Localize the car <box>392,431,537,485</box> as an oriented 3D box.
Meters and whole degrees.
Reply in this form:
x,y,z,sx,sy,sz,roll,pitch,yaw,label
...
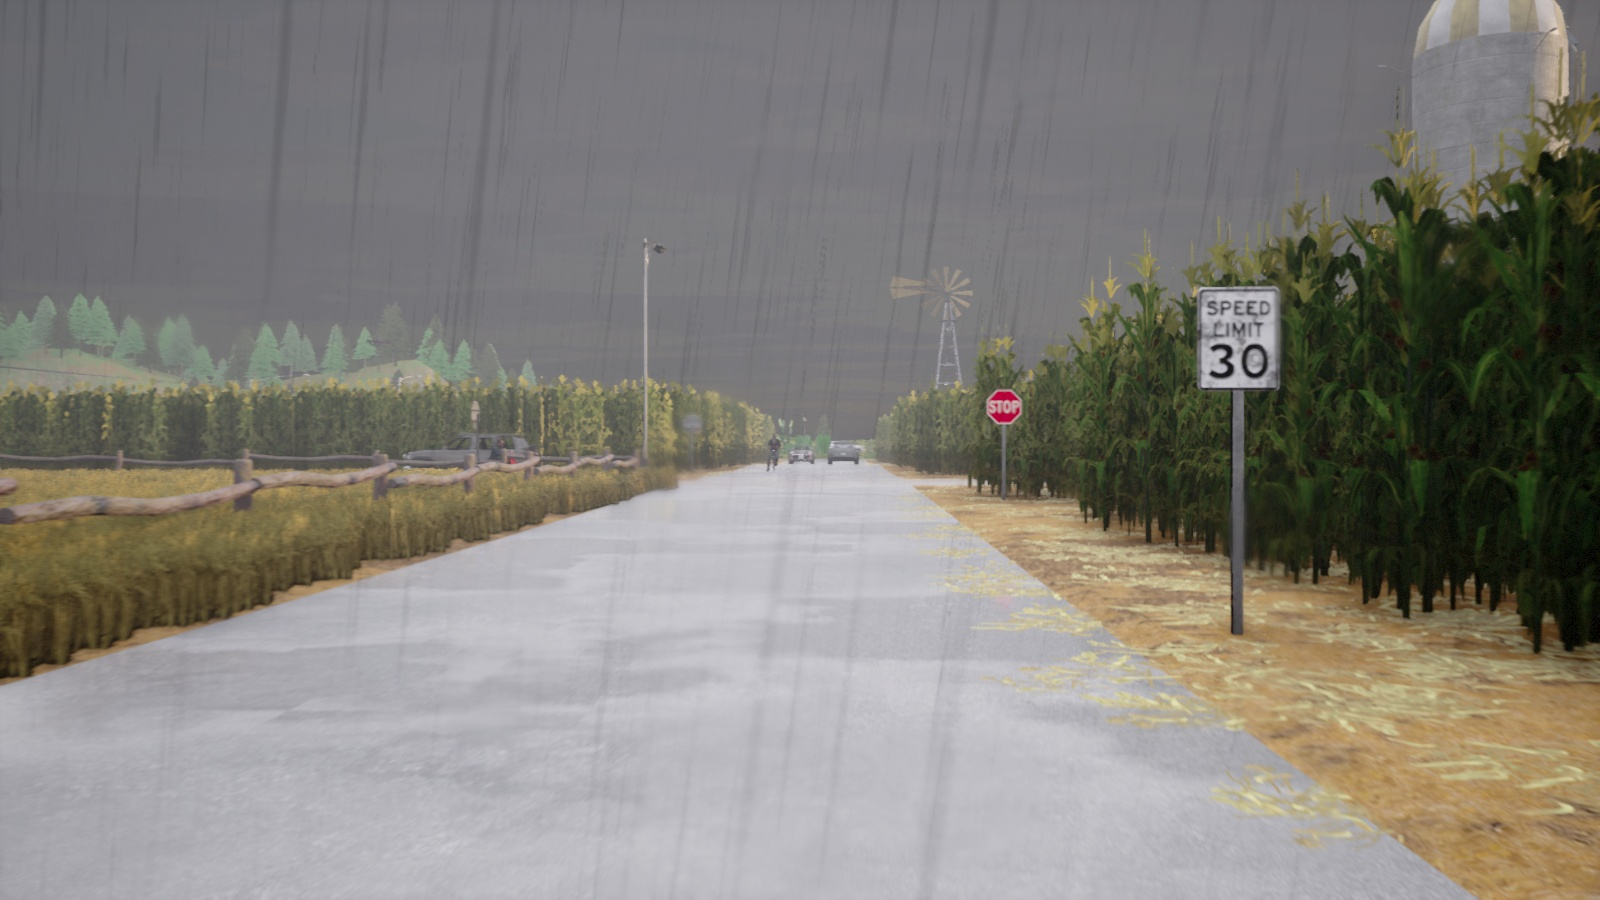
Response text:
x,y,z,sx,sy,sz,roll,pitch,yaw,label
-11.848,0.280,44.551,4.605,1.855,1.932,0,0,3,car

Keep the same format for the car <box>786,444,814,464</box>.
x,y,z,sx,sy,sz,roll,pitch,yaw,label
0.030,0.271,93.484,1.970,1.475,3.806,0,0,2,car

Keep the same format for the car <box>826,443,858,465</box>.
x,y,z,sx,sy,sz,roll,pitch,yaw,label
2.694,0.258,80.338,1.994,1.385,4.181,0,-1,2,car
